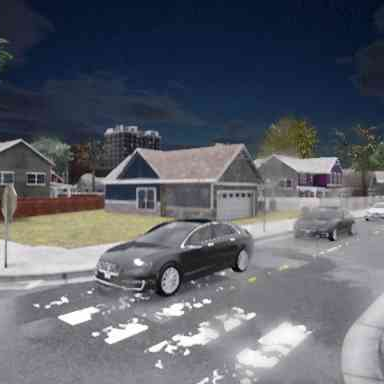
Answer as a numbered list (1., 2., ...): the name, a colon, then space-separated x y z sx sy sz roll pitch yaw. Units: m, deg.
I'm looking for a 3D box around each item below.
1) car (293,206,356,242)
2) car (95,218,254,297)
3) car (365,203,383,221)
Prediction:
1. car: 6.827 1.523 16.900 1.837 1.490 4.892 1 1 41
2. car: -0.173 1.485 8.747 1.837 1.490 4.892 1 0 41
3. car: 15.483 1.603 26.967 1.812 1.442 4.674 1 0 41
